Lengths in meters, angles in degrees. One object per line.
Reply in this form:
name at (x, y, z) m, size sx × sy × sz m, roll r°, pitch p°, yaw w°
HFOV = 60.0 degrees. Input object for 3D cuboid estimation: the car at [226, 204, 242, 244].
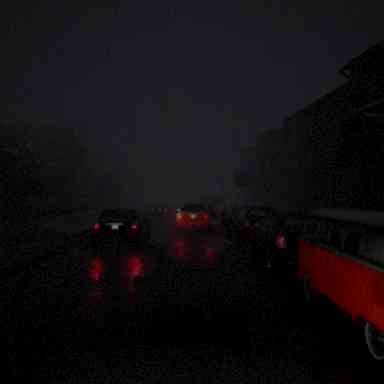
car at (3.210, 1.496, 16.737) m, size 2.185 × 1.767 × 4.553 m, roll 0°, pitch 0°, yaw 0°

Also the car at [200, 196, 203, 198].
car at (3.152, 2.039, 66.362) m, size 2.231 × 1.521 × 4.892 m, roll 0°, pitch 0°, yaw 0°

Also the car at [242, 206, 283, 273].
car at (3.216, 1.449, 11.212) m, size 2.185 × 1.767 × 4.553 m, roll 0°, pitch 0°, yaw 0°

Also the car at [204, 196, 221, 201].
car at (3.187, 1.727, 44.237) m, size 2.185 × 1.767 × 4.553 m, roll 0°, pitch 0°, yaw 0°

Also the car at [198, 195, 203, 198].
car at (3.141, 1.834, 72.048) m, size 2.435 × 2.045 × 5.566 m, roll 0°, pitch 0°, yaw 0°

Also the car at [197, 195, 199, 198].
car at (3.121, 2.052, 83.037) m, size 2.185 × 1.767 × 4.553 m, roll 0°, pitch 0°, yaw 0°

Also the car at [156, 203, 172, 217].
car at (-3.180, 1.845, 35.260) m, size 2.033 × 1.411 × 5.357 m, roll 0°, pitch 0°, yaw 0°

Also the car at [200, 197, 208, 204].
car at (3.111, 2.223, 88.778) m, size 1.946 × 1.575 × 5.366 m, roll 0°, pitch 0°, yaw 0°

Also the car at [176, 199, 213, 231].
car at (0.079, 1.540, 22.232) m, size 2.097 × 1.767 × 4.553 m, roll 0°, pitch 0°, yaw 0°

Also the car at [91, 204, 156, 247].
car at (-3.163, 1.486, 15.786) m, size 2.097 × 1.767 × 4.553 m, roll 0°, pitch 0°, yaw 0°

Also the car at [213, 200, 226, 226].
car at (3.200, 1.714, 27.685) m, size 2.231 × 1.521 × 4.892 m, roll 0°, pitch 0°, yaw 0°

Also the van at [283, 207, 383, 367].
van at (3.220, 1.304, 5.835) m, size 1.878 × 1.987 × 4.442 m, roll 0°, pitch 0°, yaw 0°

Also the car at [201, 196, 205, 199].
car at (3.160, 1.992, 60.836) m, size 2.231 × 1.521 × 4.892 m, roll 0°, pitch 0°, yaw 0°
